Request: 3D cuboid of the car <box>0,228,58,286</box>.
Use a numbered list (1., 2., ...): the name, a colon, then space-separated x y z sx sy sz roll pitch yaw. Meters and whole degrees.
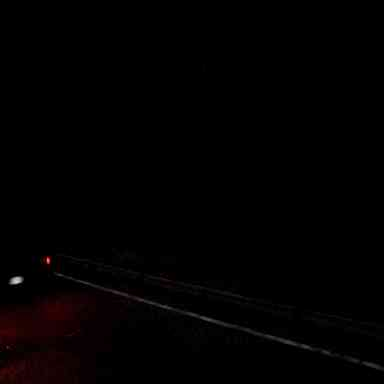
1. car: -5.433 1.598 8.555 4.718 1.301 1.895 0 0 41
